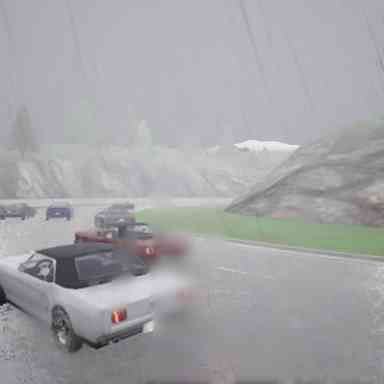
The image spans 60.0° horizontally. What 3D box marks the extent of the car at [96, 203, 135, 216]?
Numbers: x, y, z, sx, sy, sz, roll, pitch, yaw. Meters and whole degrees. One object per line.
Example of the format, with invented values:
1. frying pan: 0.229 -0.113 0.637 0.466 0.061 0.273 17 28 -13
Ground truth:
1. car: -5.108 1.693 21.808 1.994 1.385 4.181 0 0 -28

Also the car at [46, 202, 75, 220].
1. car: -11.589 1.627 29.468 1.882 1.535 5.008 0 0 -15

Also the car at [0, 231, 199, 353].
1. car: -2.205 1.636 6.276 4.718 1.301 1.895 0 -1 43

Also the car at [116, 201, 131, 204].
1. car: -9.057 1.868 44.478 1.895 1.301 4.718 0 0 6

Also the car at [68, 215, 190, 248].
1. car: -2.266 1.671 11.338 1.895 1.301 4.718 1 -1 -42

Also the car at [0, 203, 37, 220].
1. car: -15.237 1.677 29.285 2.033 1.411 5.357 0 0 -12
